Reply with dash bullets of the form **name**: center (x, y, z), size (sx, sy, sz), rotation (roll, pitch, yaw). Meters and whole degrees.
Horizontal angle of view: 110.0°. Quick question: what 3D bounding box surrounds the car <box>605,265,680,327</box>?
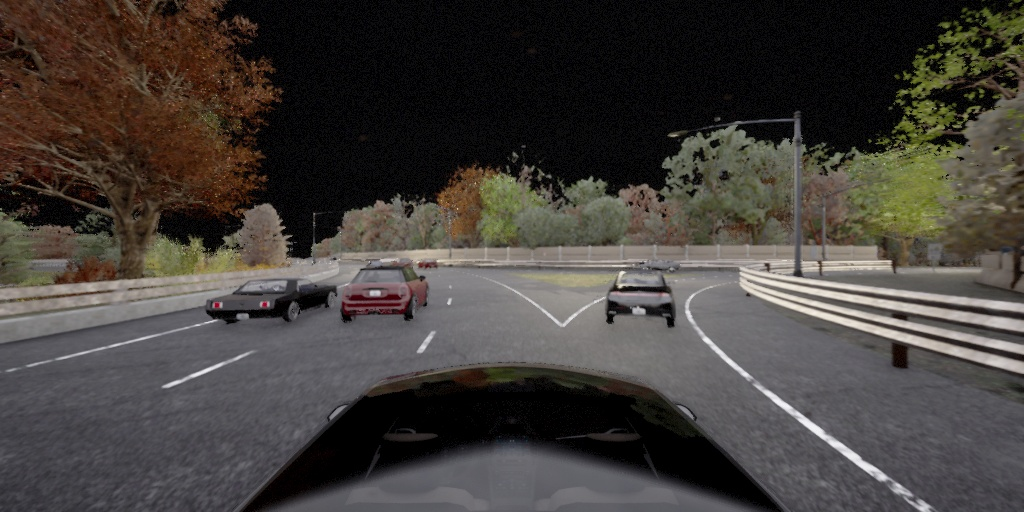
- **car**: center (4.124, 1.205, 11.494), size (2.128, 1.511, 4.902), rotation (0, 0, 21)

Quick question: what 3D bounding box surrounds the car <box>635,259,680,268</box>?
- **car**: center (16.110, 1.108, 39.992), size (4.902, 1.511, 2.128), rotation (0, 0, 7)

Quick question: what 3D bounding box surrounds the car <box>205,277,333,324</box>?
- **car**: center (-7.584, 1.361, 12.015), size (1.895, 1.301, 4.718), rotation (0, 0, -6)

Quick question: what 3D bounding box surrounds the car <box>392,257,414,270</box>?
- **car**: center (-15.526, 1.065, 50.989), size (2.097, 1.767, 4.553), rotation (0, 0, -30)

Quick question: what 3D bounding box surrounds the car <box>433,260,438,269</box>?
- **car**: center (-12.355, 1.176, 52.486), size (1.882, 1.535, 5.008), rotation (0, 0, -30)

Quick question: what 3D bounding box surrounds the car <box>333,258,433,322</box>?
- **car**: center (-4.185, 1.097, 12.521), size (2.097, 1.767, 4.553), rotation (0, 0, -6)

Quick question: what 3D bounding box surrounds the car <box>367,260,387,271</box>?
- **car**: center (-18.743, 1.294, 49.579), size (1.994, 1.385, 4.181), rotation (0, 0, -29)
